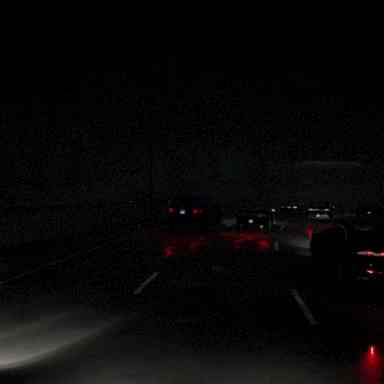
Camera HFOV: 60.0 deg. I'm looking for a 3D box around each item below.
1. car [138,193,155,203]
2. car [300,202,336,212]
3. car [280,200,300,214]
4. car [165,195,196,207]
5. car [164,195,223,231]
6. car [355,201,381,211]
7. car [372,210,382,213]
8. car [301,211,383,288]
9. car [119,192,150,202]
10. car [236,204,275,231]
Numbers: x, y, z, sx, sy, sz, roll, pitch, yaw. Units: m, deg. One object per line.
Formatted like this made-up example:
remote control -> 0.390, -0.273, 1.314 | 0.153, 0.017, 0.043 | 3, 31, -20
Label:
car -> -4.511, 1.198, 44.309 | 2.128, 1.511, 4.902 | 0, 0, 27
car -> 10.246, 1.519, 26.467 | 2.128, 1.511, 4.902 | 0, 0, 25
car -> 10.797, 1.572, 35.559 | 2.033, 1.411, 5.357 | 0, 0, 27
car -> -1.389, 1.123, 42.726 | 1.837, 1.490, 4.892 | 0, 0, 27
car -> 0.343, 1.210, 20.885 | 2.150, 2.045, 5.566 | 0, 0, 19
car -> 15.488, 1.526, 29.265 | 1.882, 1.535, 5.008 | 0, 0, 26
car -> 8.989, 1.631, 13.265 | 1.895, 1.301, 4.718 | 0, 0, 14
car -> 4.590, 1.506, 9.131 | 2.128, 1.511, 4.902 | 0, 0, 9
car -> -7.644, 0.820, 45.866 | 2.150, 2.045, 5.566 | 0, 0, 27
car -> 4.091, 1.483, 20.893 | 1.882, 1.535, 5.008 | 0, 0, 19
